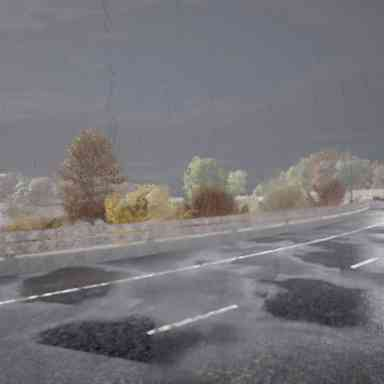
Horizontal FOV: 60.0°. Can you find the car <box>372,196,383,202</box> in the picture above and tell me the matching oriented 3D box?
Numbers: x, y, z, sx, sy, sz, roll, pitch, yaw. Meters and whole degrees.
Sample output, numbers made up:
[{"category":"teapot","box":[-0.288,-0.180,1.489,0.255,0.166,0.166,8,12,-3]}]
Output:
[{"category":"car","box":[46.575,1.655,82.643,1.812,1.442,4.674,-1,-1,4]}]
